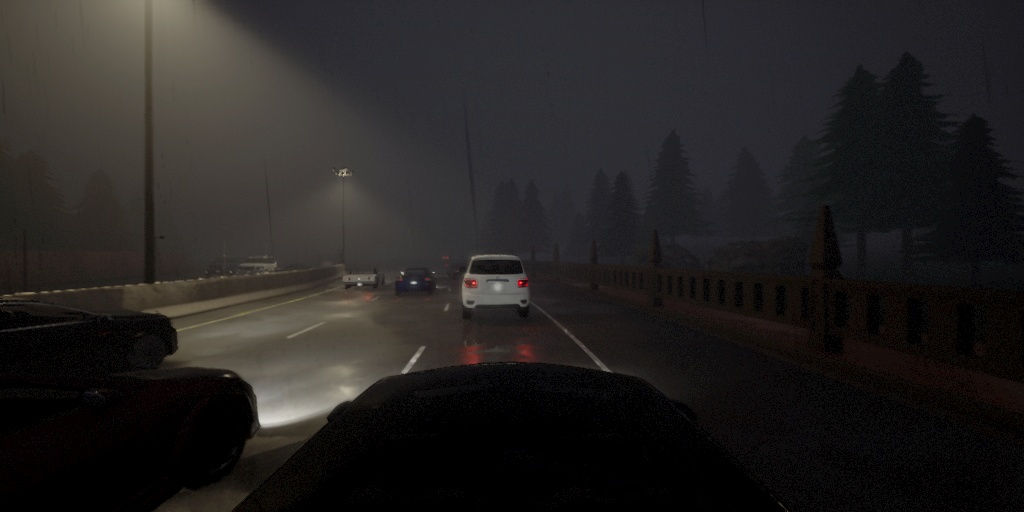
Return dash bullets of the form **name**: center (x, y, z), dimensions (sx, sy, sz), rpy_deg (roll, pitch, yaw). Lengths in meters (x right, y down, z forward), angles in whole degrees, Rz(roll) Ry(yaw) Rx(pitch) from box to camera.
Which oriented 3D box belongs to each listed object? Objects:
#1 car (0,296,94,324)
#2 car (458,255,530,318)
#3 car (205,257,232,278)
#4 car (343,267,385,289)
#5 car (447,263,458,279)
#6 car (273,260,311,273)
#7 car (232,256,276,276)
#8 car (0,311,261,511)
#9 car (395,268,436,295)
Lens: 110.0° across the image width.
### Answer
- **car**: center (-7.103, 1.269, 4.657), dimensions (2.128, 1.511, 4.902), rpy_deg (0, 0, -1)
- **car**: center (-0.724, 0.975, 13.249), dimensions (2.150, 2.045, 5.566), rpy_deg (0, 0, -7)
- **car**: center (-28.336, 1.081, 35.763), dimensions (2.150, 2.045, 5.566), rpy_deg (0, 0, -23)
- **car**: center (-9.535, 1.388, 23.461), dimensions (1.895, 1.301, 4.718), rpy_deg (0, 0, -13)
- **car**: center (-4.755, 1.316, 32.816), dimensions (2.033, 1.411, 5.357), rpy_deg (0, 0, -17)
- **car**: center (-19.627, 1.373, 32.692), dimensions (2.033, 1.411, 5.357), rpy_deg (0, 0, -20)
- **car**: center (-23.687, 1.061, 33.567), dimensions (2.150, 2.045, 5.566), rpy_deg (0, 0, -21)
- **car**: center (-3.571, 1.328, 1.962), dimensions (1.994, 1.385, 4.181), rpy_deg (0, 0, -1)
- **car**: center (-5.344, 1.335, 20.238), dimensions (1.994, 1.385, 4.181), rpy_deg (0, 0, -10)
